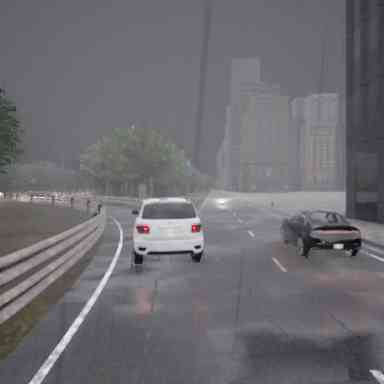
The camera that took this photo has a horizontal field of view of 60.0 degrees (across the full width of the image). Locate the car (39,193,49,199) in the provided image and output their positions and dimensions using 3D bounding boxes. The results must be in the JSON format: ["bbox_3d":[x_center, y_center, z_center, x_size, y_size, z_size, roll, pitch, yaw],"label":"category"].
[{"bbox_3d":[-29.581,0.953,66.397,2.033,1.411,5.357,-1,1,-35],"label":"car"}]

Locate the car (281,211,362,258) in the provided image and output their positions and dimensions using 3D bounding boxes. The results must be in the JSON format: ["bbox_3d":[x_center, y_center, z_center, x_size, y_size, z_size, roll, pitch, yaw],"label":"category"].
[{"bbox_3d":[4.683,1.462,12.696,2.128,1.511,4.902,0,0,4],"label":"car"}]

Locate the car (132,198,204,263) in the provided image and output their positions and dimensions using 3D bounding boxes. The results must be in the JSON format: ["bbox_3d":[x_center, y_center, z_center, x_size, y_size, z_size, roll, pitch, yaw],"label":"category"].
[{"bbox_3d":[-0.997,1.220,12.162,2.150,2.045,5.566,-1,0,-8],"label":"car"}]

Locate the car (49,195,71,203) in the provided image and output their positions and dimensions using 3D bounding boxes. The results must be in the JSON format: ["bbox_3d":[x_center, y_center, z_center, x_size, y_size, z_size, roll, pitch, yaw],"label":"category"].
[{"bbox_3d":[-22.969,1.284,58.613,1.895,1.301,4.718,-1,1,-42],"label":"car"}]
